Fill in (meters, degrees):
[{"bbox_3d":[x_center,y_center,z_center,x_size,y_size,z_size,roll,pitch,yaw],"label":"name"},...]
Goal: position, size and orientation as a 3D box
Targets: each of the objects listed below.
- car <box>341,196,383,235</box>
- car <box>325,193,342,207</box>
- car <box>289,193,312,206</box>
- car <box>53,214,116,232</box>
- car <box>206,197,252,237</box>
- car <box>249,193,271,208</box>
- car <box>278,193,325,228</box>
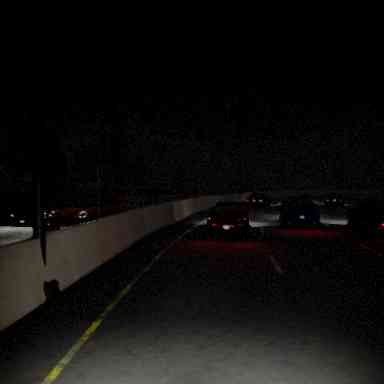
[{"bbox_3d":[9.006,1.149,16.216,1.837,1.490,4.892,0,1,11],"label":"car"},{"bbox_3d":[14.457,0.805,33.667,2.033,1.411,5.357,1,1,24],"label":"car"},{"bbox_3d":[12.067,0.784,36.808,1.895,1.301,4.718,1,1,24],"label":"car"},{"bbox_3d":[-5.284,0.957,16.877,2.097,1.767,4.553,0,1,11],"label":"car"},{"bbox_3d":[1.774,1.172,15.585,1.812,1.442,4.674,0,1,10],"label":"car"},{"bbox_3d":[6.656,0.807,33.047,2.033,1.411,5.357,1,1,21],"label":"car"},{"bbox_3d":[6.032,1.054,18.976,1.882,1.535,5.008,0,1,12],"label":"car"}]
